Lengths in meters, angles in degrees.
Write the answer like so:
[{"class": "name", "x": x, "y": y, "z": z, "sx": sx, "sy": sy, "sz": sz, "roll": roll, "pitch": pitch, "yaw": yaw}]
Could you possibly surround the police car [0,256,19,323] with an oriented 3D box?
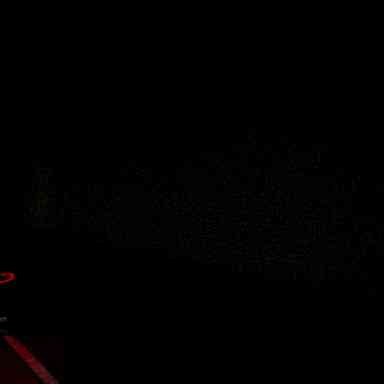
[{"class": "police car", "x": -4.974, "y": 1.433, "z": 6.382, "sx": 1.930, "sy": 1.638, "sz": 5.238, "roll": 0, "pitch": 0, "yaw": -44}]
